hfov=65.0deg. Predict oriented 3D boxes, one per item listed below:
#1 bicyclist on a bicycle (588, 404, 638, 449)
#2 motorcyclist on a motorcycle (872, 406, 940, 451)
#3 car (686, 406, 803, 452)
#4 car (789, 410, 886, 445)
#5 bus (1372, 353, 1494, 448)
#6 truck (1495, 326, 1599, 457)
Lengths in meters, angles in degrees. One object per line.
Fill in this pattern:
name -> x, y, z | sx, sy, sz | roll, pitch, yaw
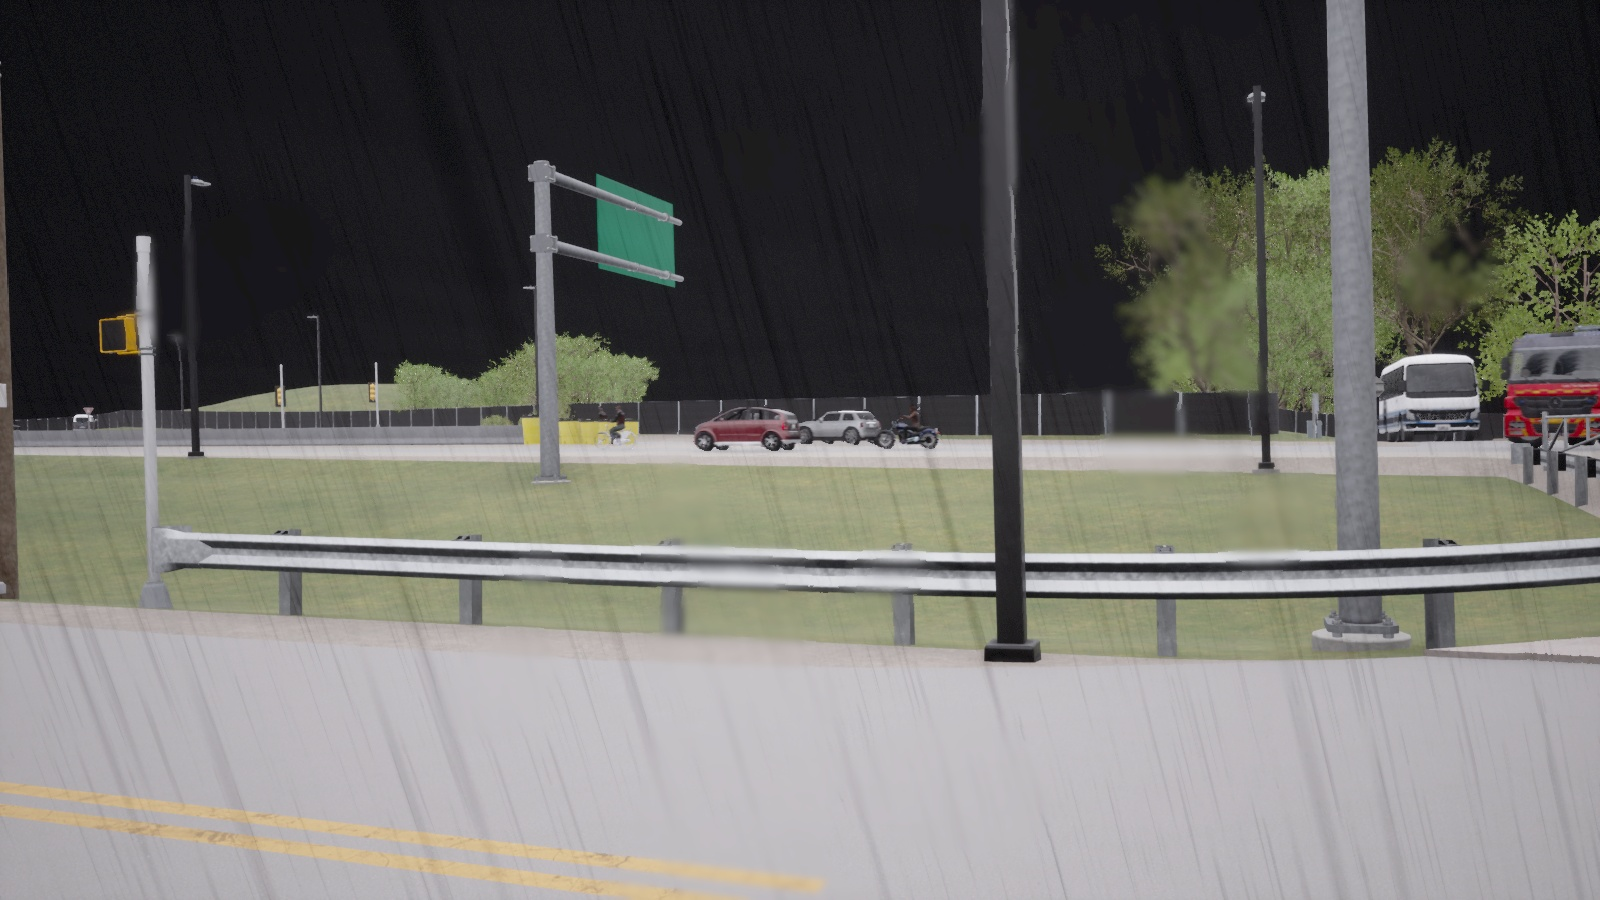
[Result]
bicyclist on a bicycle -> -7.426, -0.936, 49.905 | 1.843, 1.776, 0.659 | 1, 1, 19
motorcyclist on a motorcycle -> 3.871, -0.784, 45.931 | 2.350, 1.649, 0.766 | 0, 1, 19
car -> -1.940, -0.737, 44.266 | 3.705, 1.549, 1.789 | 0, 1, 19
car -> 1.641, -0.998, 55.165 | 3.806, 1.475, 1.970 | 1, 2, 38
bus -> 31.329, -2.270, 62.703 | 3.944, 4.253, 10.273 | 0, 0, 18
truck -> 25.469, -1.800, 40.462 | 8.468, 3.827, 2.891 | -1, 2, -43
